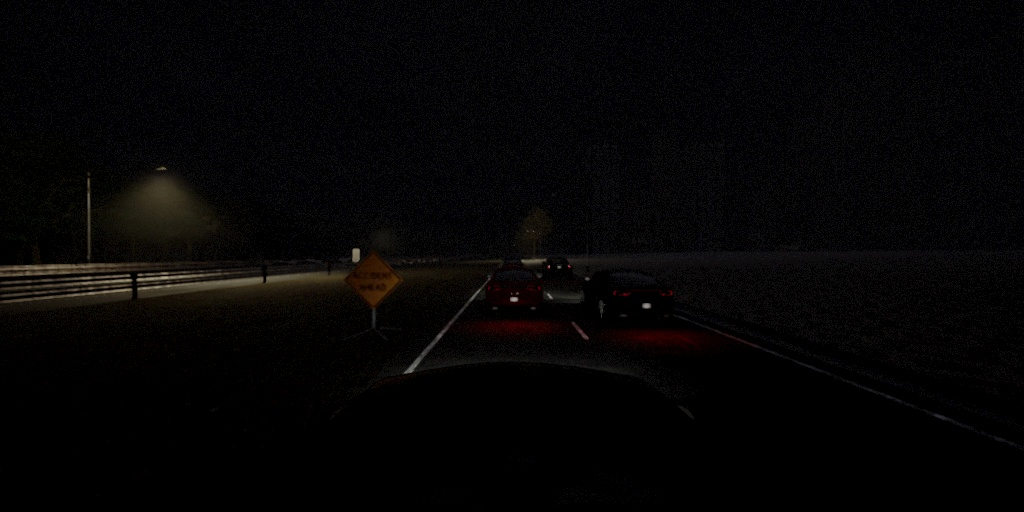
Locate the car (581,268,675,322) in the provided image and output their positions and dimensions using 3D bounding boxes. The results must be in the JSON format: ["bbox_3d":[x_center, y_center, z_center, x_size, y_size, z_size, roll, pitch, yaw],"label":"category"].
[{"bbox_3d":[3.575,1.133,11.931,1.882,1.535,5.008,0,1,1],"label":"car"}]

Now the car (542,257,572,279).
[{"bbox_3d":[3.583,0.849,29.267,2.097,1.767,4.553,0,1,0],"label":"car"}]

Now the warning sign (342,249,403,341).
[{"bbox_3d":[-3.051,0.808,7.933,1.300,1.860,1.060,0,0,0],"label":"warning sign"}]

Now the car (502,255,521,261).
[{"bbox_3d":[0.088,0.958,31.014,1.882,1.535,5.008,0,1,0],"label":"car"}]

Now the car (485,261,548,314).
[{"bbox_3d":[0.082,1.121,13.251,1.882,1.535,5.008,0,1,0],"label":"car"}]
